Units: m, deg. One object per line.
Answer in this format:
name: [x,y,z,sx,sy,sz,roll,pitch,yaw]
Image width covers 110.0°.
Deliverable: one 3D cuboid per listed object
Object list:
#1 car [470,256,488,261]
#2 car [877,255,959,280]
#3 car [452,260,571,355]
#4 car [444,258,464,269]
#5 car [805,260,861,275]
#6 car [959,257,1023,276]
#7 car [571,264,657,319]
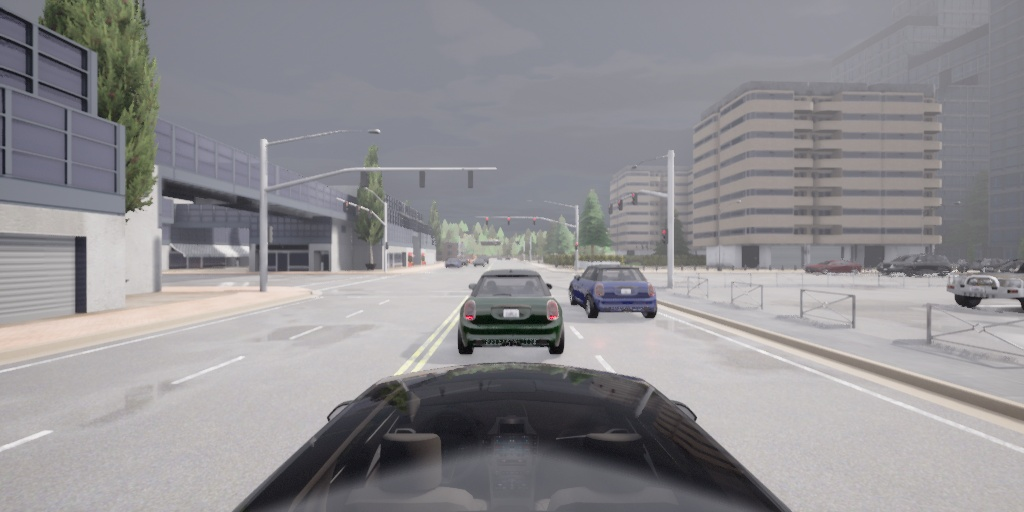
car: [-5.596,1.199,61.272,1.837,1.490,4.892,0,0,-2]
car: [37.926,0.939,33.850,5.566,2.045,2.150,0,0,-2]
car: [-0.032,1.095,8.860,2.097,1.767,4.553,0,0,0]
car: [-8.874,1.052,54.130,2.097,1.767,4.553,0,0,-2]
car: [33.206,1.193,37.180,5.008,1.535,1.882,0,0,-2]
car: [49.946,1.021,37.723,4.892,1.490,1.837,0,0,-2]
car: [3.407,1.091,12.940,2.097,1.767,4.553,0,0,-1]
